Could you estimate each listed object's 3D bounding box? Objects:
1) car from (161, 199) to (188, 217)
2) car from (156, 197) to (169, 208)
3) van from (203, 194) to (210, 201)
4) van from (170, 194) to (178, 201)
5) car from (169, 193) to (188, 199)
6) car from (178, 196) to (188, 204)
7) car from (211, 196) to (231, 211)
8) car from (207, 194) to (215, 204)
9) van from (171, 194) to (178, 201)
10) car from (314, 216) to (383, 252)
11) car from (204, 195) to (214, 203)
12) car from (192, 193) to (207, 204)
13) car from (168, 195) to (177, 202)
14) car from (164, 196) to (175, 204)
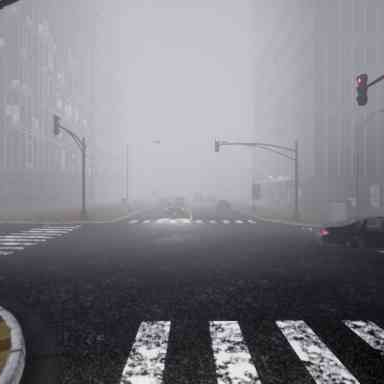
[{"bbox_3d":[-1.581,1.618,31.824,1.895,1.301,4.718,0,0,-1],"label":"car"},{"bbox_3d":[-4.163,1.592,47.264,1.802,1.307,4.206,0,0,0],"label":"car"},{"bbox_3d":[3.479,1.320,80.486,1.690,1.788,3.998,0,0,0],"label":"van"},{"bbox_3d":[-4.401,1.320,80.429,1.690,1.788,3.998,0,0,0],"label":"van"},{"bbox_3d":[-1.684,1.362,45.704,2.097,1.767,4.553,0,0,0],"label":"car"},{"bbox_3d":[-1.743,1.540,67.427,2.033,1.411,5.357,0,0,0],"label":"car"},{"bbox_3d":[3.806,1.579,41.795,1.947,1.339,4.313,0,0,0],"label":"car"},{"bbox_3d":[3.599,1.312,63.903,2.192,1.841,5.009,0,0,0],"label":"car"},{"bbox_3d":[-4.440,1.314,85.957,1.690,1.788,3.998,0,0,0],"label":"van"},{"bbox_3d":[7.950,1.717,13.766,5.357,1.411,2.033,1,0,12],"label":"car"},{"bbox_3d":[3.559,1.431,69.431,1.967,1.590,4.097,0,0,0],"label":"car"},{"bbox_3d":[1.141,1.220,62.791,2.150,2.045,5.566,0,0,0],"label":"car"},{"bbox_3d":[-4.361,1.425,74.902,1.967,1.590,4.097,0,0,0],"label":"car"},{"bbox_3d":[-4.281,1.563,63.847,1.947,1.339,4.313,0,0,0],"label":"car"}]
